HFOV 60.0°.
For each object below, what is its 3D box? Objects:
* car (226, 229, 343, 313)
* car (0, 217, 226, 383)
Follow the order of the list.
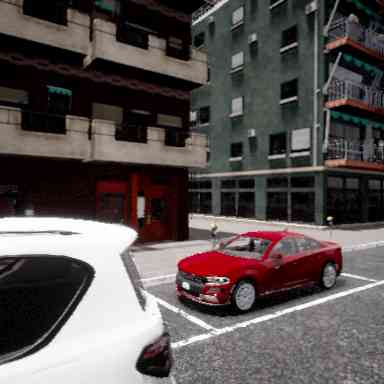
[{"bbox_3d":[1.717,1.599,7.781,4.507,1.381,1.887,1,0,-35],"label":"car"},{"bbox_3d":[-2.687,1.208,1.462,5.566,2.045,2.150,1,0,-36],"label":"car"}]
